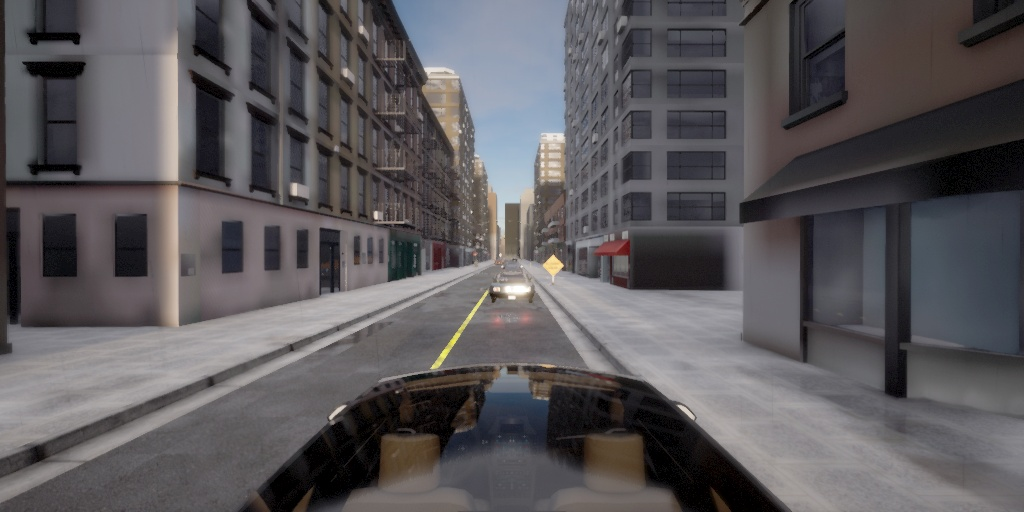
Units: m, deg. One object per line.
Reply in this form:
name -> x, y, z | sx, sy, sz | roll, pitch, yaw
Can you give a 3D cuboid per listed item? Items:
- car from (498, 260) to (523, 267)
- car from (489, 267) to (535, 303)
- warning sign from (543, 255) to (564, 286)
car -> 0.000, 1.323, 31.501 | 1.994, 1.385, 4.181 | 0, 0, 0
car -> 0.000, 1.366, 16.531 | 1.895, 1.301, 4.718 | 0, 0, 0
warning sign -> 2.518, 0.865, 22.000 | 1.300, 1.860, 1.060 | 0, 0, 0
